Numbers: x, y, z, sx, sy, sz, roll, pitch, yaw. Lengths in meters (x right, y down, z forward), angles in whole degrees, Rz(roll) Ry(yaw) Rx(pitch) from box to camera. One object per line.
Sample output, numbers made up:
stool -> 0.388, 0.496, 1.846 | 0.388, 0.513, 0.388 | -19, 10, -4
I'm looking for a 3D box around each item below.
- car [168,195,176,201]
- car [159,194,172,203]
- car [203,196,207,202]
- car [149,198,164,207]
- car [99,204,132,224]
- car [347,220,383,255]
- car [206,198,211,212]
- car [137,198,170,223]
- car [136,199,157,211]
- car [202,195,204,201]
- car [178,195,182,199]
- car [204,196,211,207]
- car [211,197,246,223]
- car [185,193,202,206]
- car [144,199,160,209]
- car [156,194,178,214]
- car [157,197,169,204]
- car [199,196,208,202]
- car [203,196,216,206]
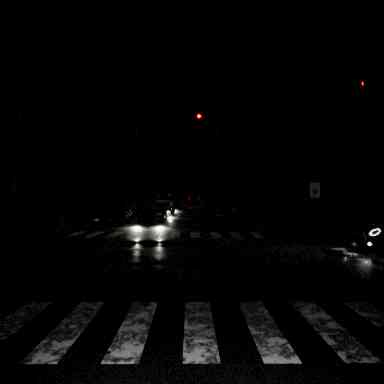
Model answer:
car -> -5.412, 1.533, 90.701 | 1.967, 1.590, 4.097 | 0, 0, 0
car -> -5.497, 1.375, 68.873 | 2.192, 1.841, 5.009 | 0, 0, 0
car -> 2.942, 1.585, 47.018 | 2.008, 1.369, 4.403 | 0, 0, 0
car -> -5.561, 1.623, 52.501 | 1.802, 1.307, 4.206 | 0, 0, 0
car -> -5.668, 1.576, 25.217 | 1.947, 1.339, 4.313 | 0, 0, 0
car -> 8.735, 1.555, 13.276 | 4.553, 1.767, 2.097 | 1, 0, 0
car -> 2.900, 1.588, 36.105 | 1.947, 1.339, 4.313 | 0, 0, 0
car -> -3.004, 1.489, 25.620 | 1.882, 1.535, 5.008 | 0, 0, 0
car -> -5.604, 1.579, 41.587 | 2.008, 1.369, 4.403 | 0, 0, 0
car -> 2.964, 1.481, 52.475 | 1.967, 1.590, 4.097 | 0, 0, 0
car -> -2.913, 1.525, 46.131 | 2.128, 1.511, 4.902 | 0, 0, 0
car -> 2.921, 1.579, 41.561 | 2.008, 1.369, 4.403 | 0, 0, 0
car -> 2.857, 1.326, 25.193 | 2.192, 1.841, 5.009 | 0, 0, 0
car -> 0.316, 1.265, 56.651 | 2.150, 2.045, 5.566 | 0, 0, 0
car -> -5.583, 1.616, 47.044 | 1.802, 1.307, 4.206 | 0, 0, 0
car -> -2.963, 1.243, 35.687 | 2.150, 2.045, 5.566 | 0, 0, 0
car -> -5.519, 1.635, 63.416 | 1.802, 1.307, 4.206 | 0, 0, 0
car -> 2.647, 1.573, 75.849 | 1.837, 1.490, 4.892 | 0, 0, 0
car -> 2.985, 1.487, 57.931 | 1.967, 1.590, 4.097 | 0, 0, 0
